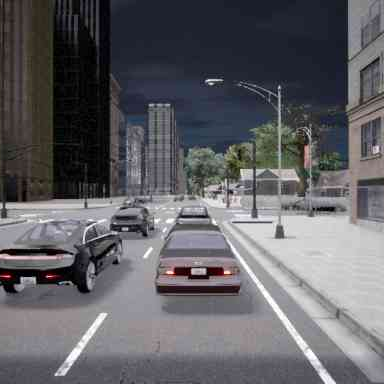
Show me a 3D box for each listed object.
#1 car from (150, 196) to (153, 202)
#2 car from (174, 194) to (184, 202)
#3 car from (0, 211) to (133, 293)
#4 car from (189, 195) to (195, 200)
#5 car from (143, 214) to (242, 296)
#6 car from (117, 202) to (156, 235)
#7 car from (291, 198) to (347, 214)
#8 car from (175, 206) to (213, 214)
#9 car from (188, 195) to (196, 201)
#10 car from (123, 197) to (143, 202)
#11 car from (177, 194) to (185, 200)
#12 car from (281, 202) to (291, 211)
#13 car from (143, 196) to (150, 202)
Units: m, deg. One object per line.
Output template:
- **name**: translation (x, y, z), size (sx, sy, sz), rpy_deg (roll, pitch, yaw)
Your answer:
- **car**: translation (-9.723, 1.518, 73.212), size (1.812, 1.442, 4.674), rpy_deg (0, 0, 0)
- **car**: translation (-3.220, 1.518, 79.010), size (1.812, 1.442, 4.674), rpy_deg (0, 0, 0)
- **car**: translation (-3.148, 1.492, 8.839), size (2.128, 1.511, 4.902), rpy_deg (0, 0, 0)
- **car**: translation (0.035, 1.527, 94.348), size (1.812, 1.442, 4.674), rpy_deg (0, 0, 0)
- **car**: translation (0.094, 1.545, 8.768), size (2.033, 1.411, 5.357), rpy_deg (0, 0, -1)
- **car**: translation (-3.143, 1.505, 18.101), size (1.837, 1.490, 4.892), rpy_deg (0, 0, 0)
- **car**: translation (13.203, 1.474, 34.021), size (4.902, 1.511, 2.128), rpy_deg (0, -1, 0)
- **car**: translation (0.105, 1.491, 17.824), size (2.128, 1.511, 4.902), rpy_deg (0, 0, 0)
- **car**: translation (0.031, 1.496, 84.112), size (1.837, 1.490, 4.892), rpy_deg (0, 0, 0)
- **car**: translation (-9.806, 1.487, 53.781), size (2.128, 1.511, 4.902), rpy_deg (0, 0, 1)
- **car**: translation (-3.215, 1.357, 93.903), size (2.097, 1.767, 4.553), rpy_deg (0, 0, 0)
- **car**: translation (13.298, 1.554, 40.720), size (4.892, 1.490, 1.837), rpy_deg (0, -1, 0)
- **car**: translation (-9.769, 1.596, 63.100), size (1.895, 1.301, 4.718), rpy_deg (0, 0, 1)
